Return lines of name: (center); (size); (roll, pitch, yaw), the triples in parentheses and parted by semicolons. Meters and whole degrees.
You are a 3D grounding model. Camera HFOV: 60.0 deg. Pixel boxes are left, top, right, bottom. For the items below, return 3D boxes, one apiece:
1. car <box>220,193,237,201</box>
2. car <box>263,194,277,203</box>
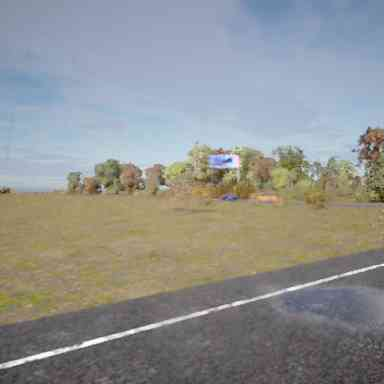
car: (8.621, 1.104, 78.843); (2.097, 1.767, 4.553); (0, 0, -34)
car: (15.376, 1.230, 68.818); (2.097, 1.767, 4.553); (0, 0, -34)
